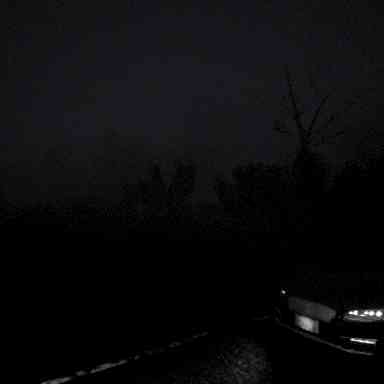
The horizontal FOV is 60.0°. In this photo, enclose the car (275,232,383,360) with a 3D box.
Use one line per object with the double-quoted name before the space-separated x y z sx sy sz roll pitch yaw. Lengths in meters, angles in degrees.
"car" 3.536 1.514 5.902 4.902 1.511 2.128 0 0 -36
